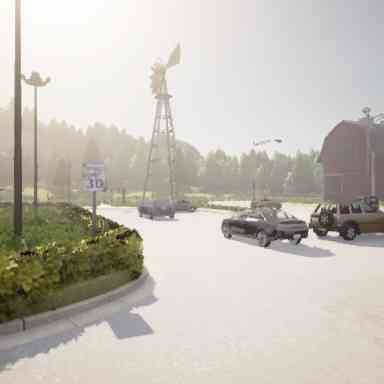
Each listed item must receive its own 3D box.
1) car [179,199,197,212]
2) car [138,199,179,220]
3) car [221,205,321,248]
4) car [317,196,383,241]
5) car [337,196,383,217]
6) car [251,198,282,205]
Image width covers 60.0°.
[{"bbox_3d":[-1.511,1.519,36.813,3.905,1.438,1.784,0,0,-24],"label":"car"},{"bbox_3d":[-3.167,1.365,28.656,2.097,1.767,4.553,0,0,-25],"label":"car"},{"bbox_3d":[3.050,1.495,15.039,2.128,1.511,4.902,0,0,-25],"label":"car"},{"bbox_3d":[8.029,1.309,16.457,4.605,1.855,1.932,0,0,-24],"label":"car"},{"bbox_3d":[15.825,1.312,31.247,3.866,1.878,1.905,0,0,-24],"label":"car"},{"bbox_3d":[9.684,1.504,43.263,4.193,1.474,1.816,0,0,-24],"label":"car"}]
